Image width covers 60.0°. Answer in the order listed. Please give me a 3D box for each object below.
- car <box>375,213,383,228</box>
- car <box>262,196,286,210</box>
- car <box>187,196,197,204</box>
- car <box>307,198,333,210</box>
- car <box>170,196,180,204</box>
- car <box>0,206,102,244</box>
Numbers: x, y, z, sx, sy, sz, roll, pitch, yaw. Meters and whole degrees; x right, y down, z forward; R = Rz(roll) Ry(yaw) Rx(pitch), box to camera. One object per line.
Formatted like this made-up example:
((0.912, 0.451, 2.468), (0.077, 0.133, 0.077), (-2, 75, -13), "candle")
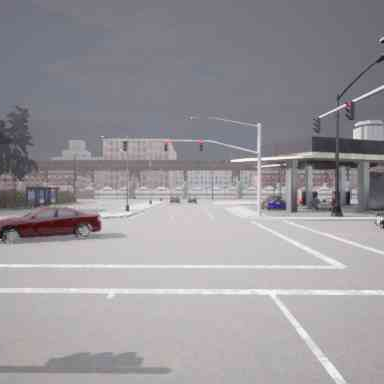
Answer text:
((13.374, 1.491, 19.546), (4.902, 1.511, 2.128), (0, 0, -1), "car")
((9.735, 1.295, 39.683), (2.242, 1.667, 4.611), (0, 0, 0), "car")
((0.040, 1.547, 64.364), (2.033, 1.411, 5.357), (0, 0, 0), "car")
((15.480, 1.456, 40.442), (1.970, 1.475, 3.806), (0, 0, 0), "car")
((-3.358, 1.491, 66.287), (2.128, 1.511, 4.902), (0, 0, 0), "car")
((-6.926, 1.478, 15.998), (5.008, 1.535, 1.882), (0, -1, -29), "car")
